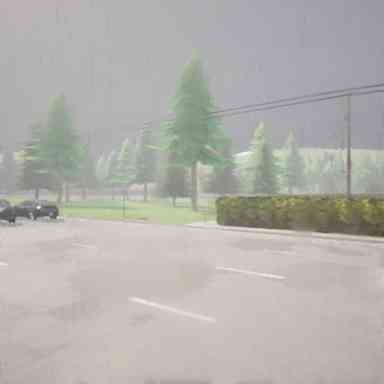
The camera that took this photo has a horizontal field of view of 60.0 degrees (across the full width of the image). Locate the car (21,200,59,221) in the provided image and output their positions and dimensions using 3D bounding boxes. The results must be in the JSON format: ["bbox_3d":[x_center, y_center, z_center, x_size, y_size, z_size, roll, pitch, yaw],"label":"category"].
[{"bbox_3d":[-12.225,1.360,25.616,4.892,1.490,1.837,0,0,36],"label":"car"}]

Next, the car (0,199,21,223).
[{"bbox_3d":[-13.965,1.209,22.554,4.553,1.767,2.097,0,0,36],"label":"car"}]
